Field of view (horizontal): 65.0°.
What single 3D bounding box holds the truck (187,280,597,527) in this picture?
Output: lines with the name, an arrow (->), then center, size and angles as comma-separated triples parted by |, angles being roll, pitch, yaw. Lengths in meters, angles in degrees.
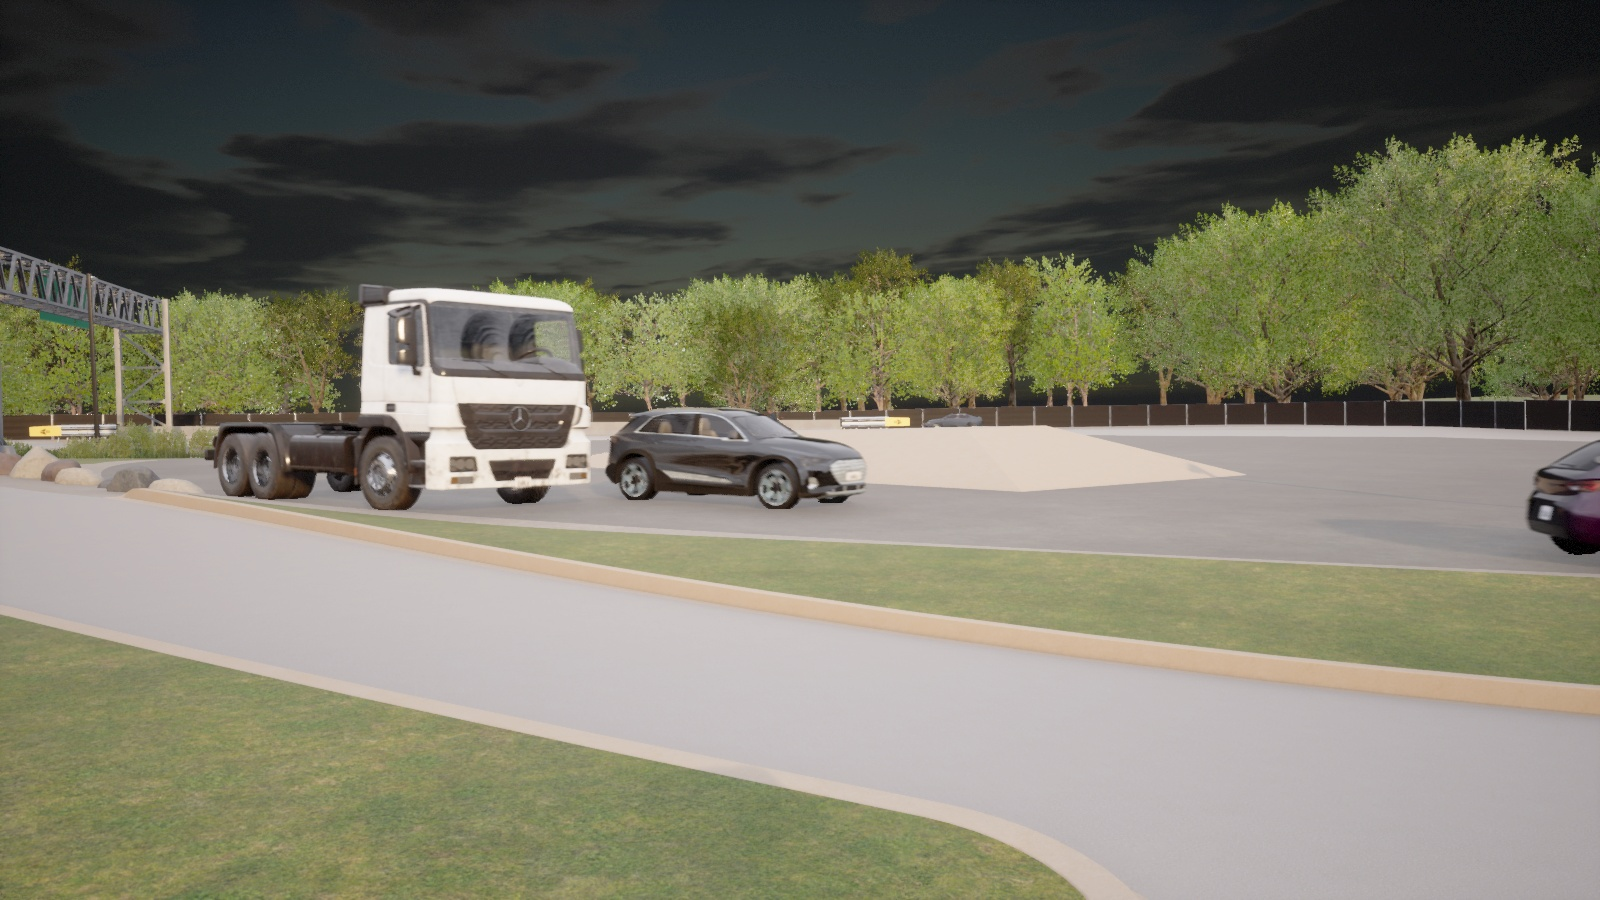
truck -> -7.172, -0.702, 21.339 | 7.936, 3.462, 2.891 | 0, 2, 41

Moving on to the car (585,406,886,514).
car -> -1.162, 0.105, 21.554 | 4.856, 1.649, 2.033 | 1, 2, 33

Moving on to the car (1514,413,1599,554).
car -> 10.482, 0.323, 13.807 | 4.193, 1.474, 1.816 | 0, 2, 11
